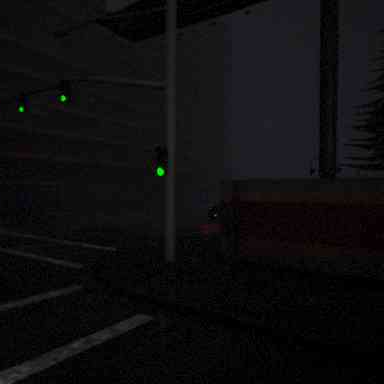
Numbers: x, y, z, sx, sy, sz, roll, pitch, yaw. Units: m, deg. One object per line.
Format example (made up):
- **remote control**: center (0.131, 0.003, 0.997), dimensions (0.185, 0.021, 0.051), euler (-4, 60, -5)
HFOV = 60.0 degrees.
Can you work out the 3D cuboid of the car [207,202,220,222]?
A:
- **car**: center (3.028, 1.398, 24.835), dimensions (2.128, 1.511, 4.902), euler (1, 0, 35)
